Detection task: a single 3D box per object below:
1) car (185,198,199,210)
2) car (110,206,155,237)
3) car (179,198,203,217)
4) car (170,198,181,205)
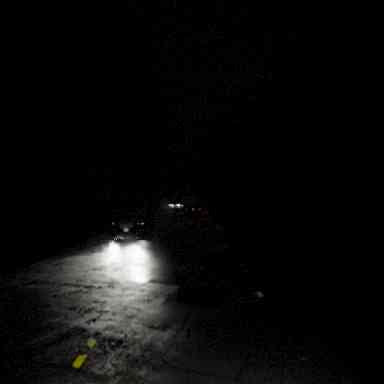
[{"bbox_3d":[0.032,1.570,45.873,1.882,1.535,5.008,0,0,1],"label":"car"},{"bbox_3d":[-3.104,1.520,18.101,2.128,1.511,4.902,0,0,0],"label":"car"},{"bbox_3d":[0.099,1.606,32.464,2.033,1.411,5.357,0,0,0],"label":"car"},{"bbox_3d":[-3.014,1.733,63.095,1.994,1.385,4.181,0,0,0],"label":"car"}]
